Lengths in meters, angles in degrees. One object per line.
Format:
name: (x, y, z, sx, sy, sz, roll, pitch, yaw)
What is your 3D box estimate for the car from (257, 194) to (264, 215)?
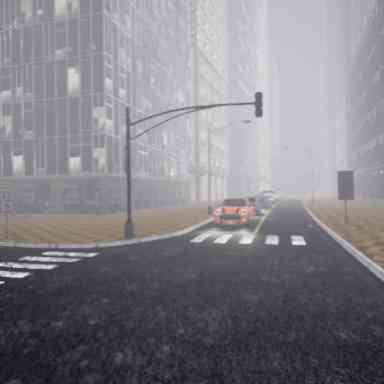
car: (5.188, 1.182, 30.062, 1.837, 1.490, 4.892, -1, 1, 16)

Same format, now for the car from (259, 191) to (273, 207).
car: (8.156, 1.034, 39.974, 2.128, 1.511, 4.902, -1, 1, 17)

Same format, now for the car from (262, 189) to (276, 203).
car: (11.458, 0.618, 50.135, 2.150, 2.045, 5.566, -1, 1, 19)

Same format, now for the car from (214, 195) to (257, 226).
car: (2.761, 1.141, 21.337, 2.097, 1.767, 4.553, -1, 0, 15)
